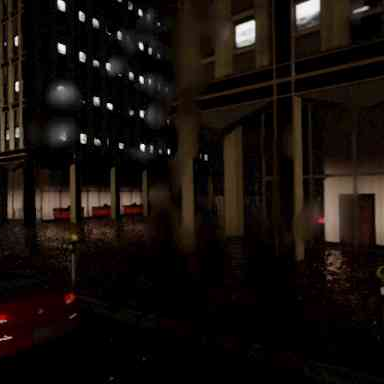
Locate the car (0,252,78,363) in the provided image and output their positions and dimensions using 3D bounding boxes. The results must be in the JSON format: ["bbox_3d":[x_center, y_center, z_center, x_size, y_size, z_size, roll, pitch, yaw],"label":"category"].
[{"bbox_3d":[-3.577,1.649,5.434,4.206,1.307,1.802,-1,-1,36],"label":"car"}]
